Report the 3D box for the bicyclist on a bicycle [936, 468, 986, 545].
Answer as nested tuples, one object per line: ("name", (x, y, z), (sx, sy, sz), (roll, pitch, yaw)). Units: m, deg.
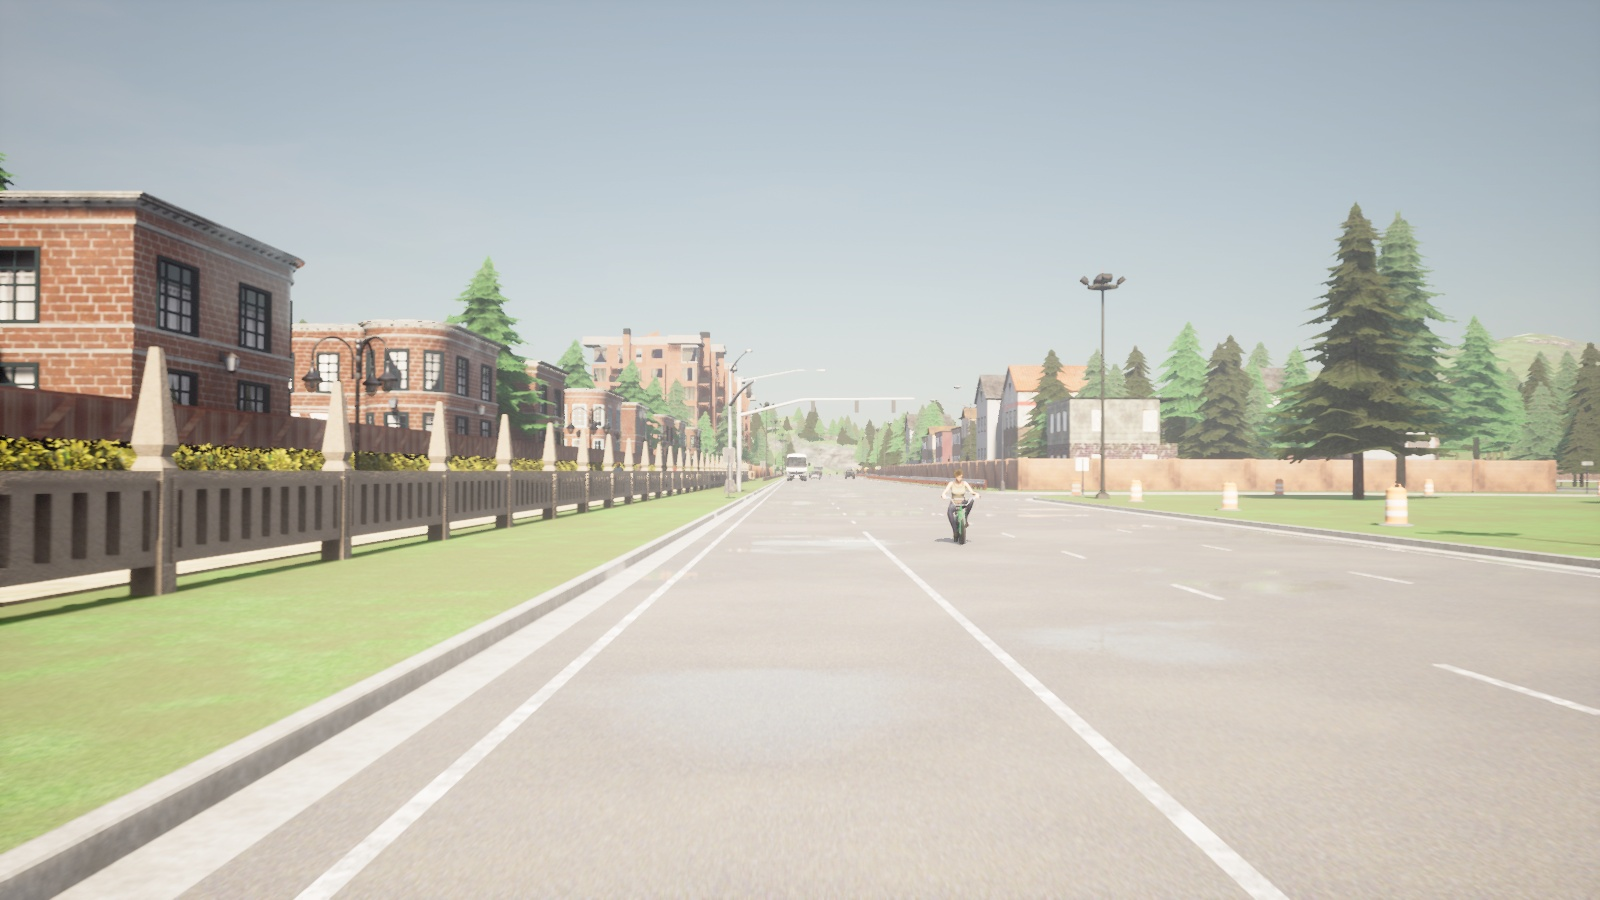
("bicyclist on a bicycle", (3.439, 1.189, 26.988), (0.866, 1.612, 1.509), (0, -1, 0))
